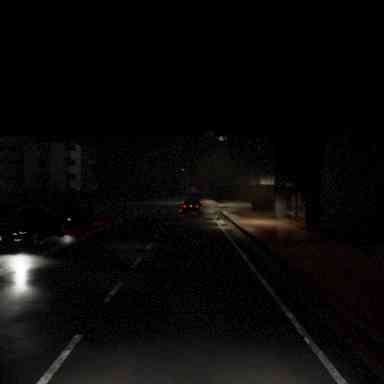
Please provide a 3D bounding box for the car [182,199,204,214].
[{"bbox_3d":[0.136,1.384,33.540,2.033,1.411,5.357,0,0,5],"label":"car"}]

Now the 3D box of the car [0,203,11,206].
[{"bbox_3d":[-10.548,1.400,17.508,1.837,1.490,4.892,0,1,0],"label":"car"}]

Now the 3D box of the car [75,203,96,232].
[{"bbox_3d":[-7.040,1.385,19.234,2.128,1.511,4.902,0,0,0],"label":"car"}]

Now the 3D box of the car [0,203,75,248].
[{"bbox_3d":[-6.973,1.424,14.389,1.837,1.490,4.892,0,0,0],"label":"car"}]
